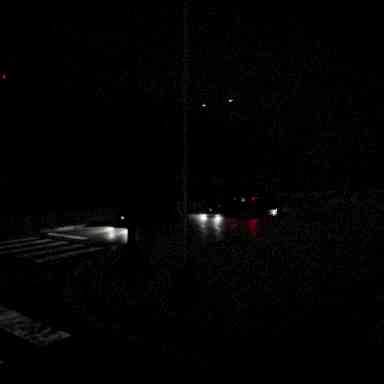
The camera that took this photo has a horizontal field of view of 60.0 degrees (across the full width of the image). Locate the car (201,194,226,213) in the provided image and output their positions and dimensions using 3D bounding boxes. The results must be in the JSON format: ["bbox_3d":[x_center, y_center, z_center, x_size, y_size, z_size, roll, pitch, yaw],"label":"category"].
[{"bbox_3d":[2.894,0.864,26.723,2.033,1.411,5.357,0,2,35],"label":"car"}]

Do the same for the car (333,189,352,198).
[{"bbox_3d":[22.127,0.248,48.779,1.895,1.301,4.718,0,1,35],"label":"car"}]

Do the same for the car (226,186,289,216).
[{"bbox_3d":[5.007,0.569,24.601,2.150,2.045,5.566,0,2,35],"label":"car"}]

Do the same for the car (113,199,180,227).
[{"bbox_3d":[-2.514,1.123,19.089,1.994,1.385,4.181,0,2,35],"label":"car"}]
